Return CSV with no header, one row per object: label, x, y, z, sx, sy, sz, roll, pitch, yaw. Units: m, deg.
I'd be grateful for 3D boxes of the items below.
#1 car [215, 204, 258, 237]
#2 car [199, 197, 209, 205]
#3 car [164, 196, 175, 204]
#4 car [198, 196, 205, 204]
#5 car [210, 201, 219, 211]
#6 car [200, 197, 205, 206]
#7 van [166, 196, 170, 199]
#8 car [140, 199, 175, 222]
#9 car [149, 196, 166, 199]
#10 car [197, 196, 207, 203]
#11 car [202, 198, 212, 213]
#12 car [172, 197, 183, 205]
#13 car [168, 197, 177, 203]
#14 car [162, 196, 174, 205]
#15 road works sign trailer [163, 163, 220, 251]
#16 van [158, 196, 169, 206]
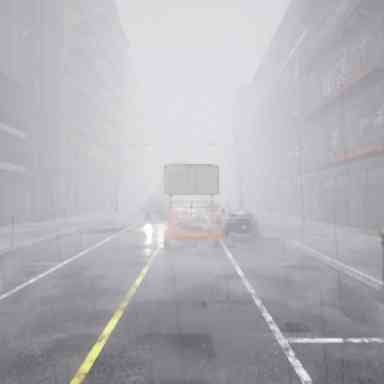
car,2.585,1.643,18.797,1.887,1.381,4.507,1,0,0
car,2.596,1.933,74.104,1.967,1.590,4.097,1,0,0
car,-5.289,1.855,79.695,2.192,1.841,5.009,1,0,0
car,2.586,1.945,63.042,1.887,1.381,4.507,1,0,0
car,2.586,1.657,24.499,1.752,1.417,4.829,1,0,0
car,2.585,1.827,46.450,2.008,1.369,4.403,1,0,0
van,-5.289,1.698,57.573,1.690,1.788,3.998,2,0,0
car,-2.847,1.644,27.978,2.128,1.511,4.902,0,0,0
car,-5.289,1.592,46.515,2.192,1.841,5.009,2,0,0
car,2.557,1.904,85.167,2.192,1.841,5.009,1,-1,0
car,2.585,1.784,40.919,1.887,1.381,4.507,1,0,0
car,-2.749,2.037,68.370,1.895,1.301,4.718,0,0,0
car,-5.295,2.206,90.756,1.947,1.339,4.313,1,-1,0
car,-5.289,1.808,74.166,2.192,1.841,5.009,1,0,0
road works sign trailer,-0.012,0.538,14.473,2.380,3.560,2.880,0,0,0
van,-5.290,1.742,63.105,1.690,1.788,3.998,1,0,0
